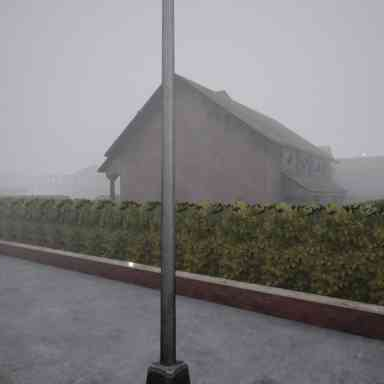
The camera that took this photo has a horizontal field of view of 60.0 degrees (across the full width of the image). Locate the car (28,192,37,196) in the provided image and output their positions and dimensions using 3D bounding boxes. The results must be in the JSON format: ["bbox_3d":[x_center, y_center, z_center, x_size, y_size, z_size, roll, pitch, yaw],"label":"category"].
[{"bbox_3d":[-33.511,0.973,70.157,3.866,1.878,1.905,0,0,36],"label":"car"}]
